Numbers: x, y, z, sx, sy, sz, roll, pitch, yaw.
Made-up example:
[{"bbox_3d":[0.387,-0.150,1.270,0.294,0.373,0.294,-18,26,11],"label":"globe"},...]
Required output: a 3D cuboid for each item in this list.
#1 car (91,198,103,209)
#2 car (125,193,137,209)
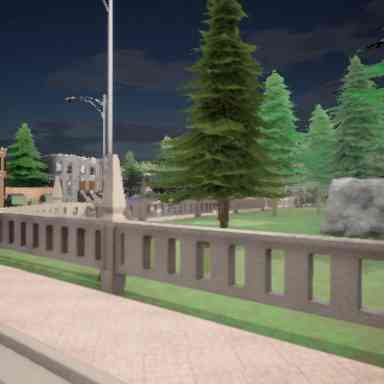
[{"bbox_3d":[-10.038,1.327,39.094,1.882,1.535,5.008,0,0,36],"label":"car"},{"bbox_3d":[-5.707,1.089,39.111,2.150,2.045,5.566,0,0,36],"label":"car"}]
